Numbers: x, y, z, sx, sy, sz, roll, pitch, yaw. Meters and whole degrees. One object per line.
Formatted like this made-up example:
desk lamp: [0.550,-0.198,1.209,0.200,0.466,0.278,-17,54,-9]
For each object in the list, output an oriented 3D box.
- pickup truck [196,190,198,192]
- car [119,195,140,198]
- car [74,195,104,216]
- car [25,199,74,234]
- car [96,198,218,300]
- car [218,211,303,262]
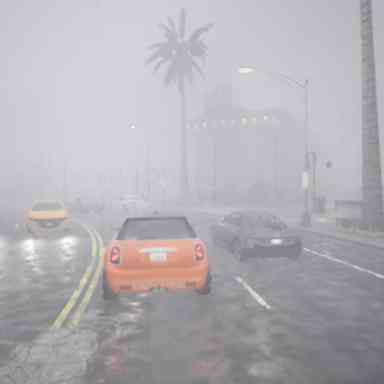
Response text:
pickup truck: [2.936,0.105,48.918,2.390,2.098,6.274,0,1,30]
car: [-5.275,0.991,27.562,1.812,1.442,4.674,-1,1,-34]
car: [-8.693,1.097,26.522,1.895,1.301,4.718,-1,1,-36]
car: [-7.558,1.152,17.405,1.882,1.535,5.008,0,1,-25]
car: [-0.948,1.187,8.295,2.097,1.767,4.553,0,1,-9]
car: [1.964,1.329,11.358,1.994,1.385,4.181,0,1,-12]
